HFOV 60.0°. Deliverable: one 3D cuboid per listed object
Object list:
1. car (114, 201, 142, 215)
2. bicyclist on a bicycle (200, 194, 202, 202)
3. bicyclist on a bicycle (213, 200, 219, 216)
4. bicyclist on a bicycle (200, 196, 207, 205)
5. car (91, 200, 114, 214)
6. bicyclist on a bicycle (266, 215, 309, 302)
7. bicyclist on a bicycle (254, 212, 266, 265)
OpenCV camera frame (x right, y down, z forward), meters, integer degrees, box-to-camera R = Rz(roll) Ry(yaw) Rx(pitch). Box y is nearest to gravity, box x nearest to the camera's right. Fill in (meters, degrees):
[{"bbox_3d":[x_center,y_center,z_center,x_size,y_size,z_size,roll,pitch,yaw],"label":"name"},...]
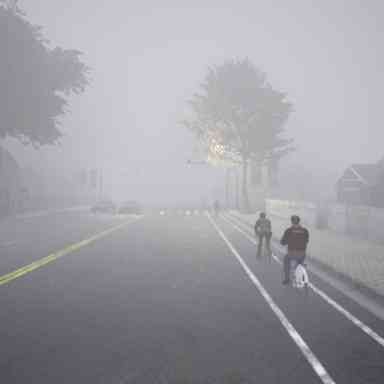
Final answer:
[{"bbox_3d":[-6.518,1.647,35.484,1.994,1.385,4.181,0,0,0],"label":"car"},{"bbox_3d":[2.243,1.516,83.089,0.659,1.776,1.843,0,0,0],"label":"bicyclist on a bicycle"},{"bbox_3d":[2.248,1.525,30.459,0.582,1.620,1.656,0,0,0],"label":"bicyclist on a bicycle"},{"bbox_3d":[2.264,1.558,58.952,0.866,1.612,1.509,0,0,0],"label":"bicyclist on a bicycle"},{"bbox_3d":[-9.753,1.635,37.343,2.033,1.411,5.357,0,0,0],"label":"car"},{"bbox_3d":[2.249,1.389,7.424,0.659,1.776,1.843,0,0,0],"label":"bicyclist on a bicycle"},{"bbox_3d":[2.249,1.478,10.467,0.582,1.620,1.656,0,0,0],"label":"bicyclist on a bicycle"}]
